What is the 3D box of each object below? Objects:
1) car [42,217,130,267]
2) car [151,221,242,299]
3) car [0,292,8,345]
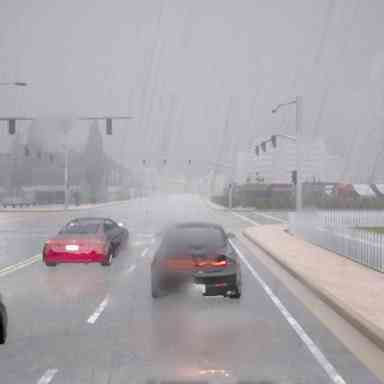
[{"bbox_3d":[-3.418,1.560,11.478,1.994,1.385,4.181,0,0,0],"label":"car"},{"bbox_3d":[0.087,1.502,8.440,1.837,1.490,4.892,0,0,0],"label":"car"},{"bbox_3d":[-3.408,1.491,2.570,2.128,1.511,4.902,0,0,0],"label":"car"}]
